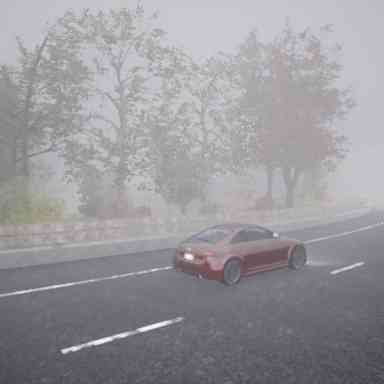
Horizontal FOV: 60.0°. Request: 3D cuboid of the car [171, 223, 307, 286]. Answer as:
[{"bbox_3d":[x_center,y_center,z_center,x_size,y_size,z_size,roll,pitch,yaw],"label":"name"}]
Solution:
[{"bbox_3d":[1.476,1.586,9.577,4.181,1.385,1.994,0,0,-39],"label":"car"}]
